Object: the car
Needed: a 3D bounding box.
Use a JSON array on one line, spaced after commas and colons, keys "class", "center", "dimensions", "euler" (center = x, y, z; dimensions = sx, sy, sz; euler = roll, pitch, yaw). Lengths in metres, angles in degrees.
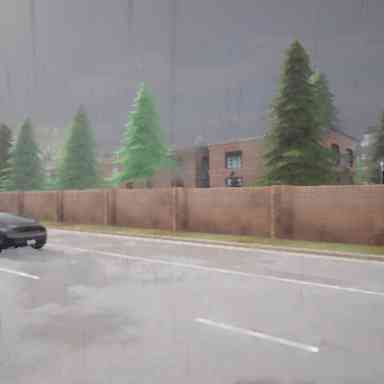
[{"class": "car", "center": [-7.979, 1.641, 13.860], "dimensions": [4.892, 1.490, 1.837], "euler": [0, 0, 36]}]
